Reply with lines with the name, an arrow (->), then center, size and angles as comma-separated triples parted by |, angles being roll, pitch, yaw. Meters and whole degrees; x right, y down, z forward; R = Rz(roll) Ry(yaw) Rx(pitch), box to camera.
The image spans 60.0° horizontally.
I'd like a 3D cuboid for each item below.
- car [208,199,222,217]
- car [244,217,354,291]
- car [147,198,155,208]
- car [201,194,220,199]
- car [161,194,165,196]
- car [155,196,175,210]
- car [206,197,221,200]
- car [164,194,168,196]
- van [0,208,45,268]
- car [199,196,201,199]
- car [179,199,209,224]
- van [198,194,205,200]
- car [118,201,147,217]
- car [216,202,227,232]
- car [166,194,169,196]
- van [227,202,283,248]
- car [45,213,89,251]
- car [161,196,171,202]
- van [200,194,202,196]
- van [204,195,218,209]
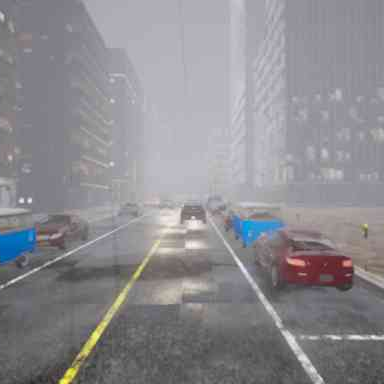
car -> 2.692, 1.581, 30.954 | 1.802, 1.307, 4.206 | 1, 0, 0
car -> 2.701, 1.582, 8.763 | 1.802, 1.307, 4.206 | 1, 0, 0
car -> -5.693, 1.524, 46.793 | 1.752, 1.417, 4.829 | 1, 0, 0
car -> 2.693, 1.314, 41.490 | 2.192, 1.841, 5.009 | 1, 0, 0
car -> -5.695, 1.524, 52.306 | 1.752, 1.417, 4.829 | 1, 0, 0
car -> -3.108, 1.546, 42.094 | 2.033, 1.411, 5.357 | 0, 0, 0
car -> 2.689, 1.581, 35.982 | 1.802, 1.307, 4.206 | 1, 0, 0
car -> -5.698, 1.524, 57.816 | 1.752, 1.417, 4.829 | 1, 0, 0
van -> -5.642, 1.341, 8.660 | 1.690, 1.788, 3.998 | 1, 0, 0
car -> 0.083, 1.546, 42.863 | 2.033, 1.411, 5.357 | 0, 0, 0
car -> 0.091, 1.503, 25.108 | 1.837, 1.490, 4.892 | 0, 0, 0
van -> 2.673, 1.339, 91.062 | 1.690, 1.788, 3.998 | 1, 0, 0
car -> -5.655, 1.581, 30.848 | 1.802, 1.307, 4.206 | 1, 0, 0
car -> 2.697, 1.544, 19.859 | 1.887, 1.381, 4.507 | 1, 0, 0
car -> -5.698, 1.313, 69.008 | 2.192, 1.841, 5.009 | 1, 0, 0
van -> 2.703, 1.341, 14.312 | 1.690, 1.788, 3.998 | 1, 0, 0
car -> -5.649, 1.582, 14.208 | 1.802, 1.307, 4.206 | 1, 0, 0
car -> -5.704, 1.543, 74.519 | 1.887, 1.381, 4.507 | 1, 0, 0
van -> 2.686, 1.340, 58.014 | 1.690, 1.788, 3.998 | 1, 0, 0
van -> 2.690, 1.340, 46.998 | 1.690, 1.788, 3.998 | 1, 0, 0
